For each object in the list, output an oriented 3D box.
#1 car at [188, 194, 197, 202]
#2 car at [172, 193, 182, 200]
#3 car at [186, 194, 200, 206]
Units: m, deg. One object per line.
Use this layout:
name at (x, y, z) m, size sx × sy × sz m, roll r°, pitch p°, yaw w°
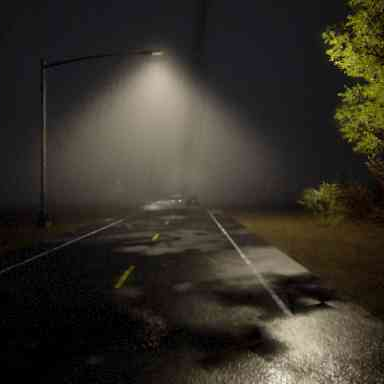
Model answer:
car at (0.105, 1.176, 67.015) m, size 1.812 × 1.442 × 4.674 m, roll 0°, pitch 0°, yaw 0°
car at (-3.480, 0.960, 76.069) m, size 2.097 × 1.767 × 4.553 m, roll 0°, pitch 0°, yaw 0°
car at (0.113, 1.306, 49.368) m, size 1.994 × 1.385 × 4.181 m, roll 0°, pitch 0°, yaw 0°
